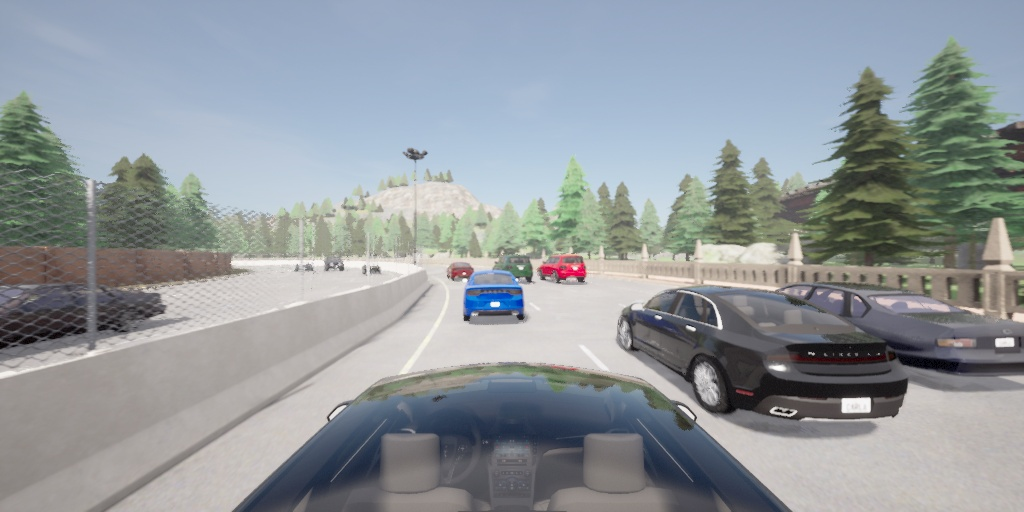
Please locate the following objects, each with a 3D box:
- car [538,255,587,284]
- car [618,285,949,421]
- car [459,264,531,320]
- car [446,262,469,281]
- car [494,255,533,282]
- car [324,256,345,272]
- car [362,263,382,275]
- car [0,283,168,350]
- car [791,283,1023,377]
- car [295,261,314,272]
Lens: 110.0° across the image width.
[{"bbox_3d":[3.722,0.949,27.300,2.150,2.045,5.566,0,0,-14],"label":"car"},{"bbox_3d":[3.318,1.240,5.991,1.837,1.490,4.892,0,0,-3],"label":"car"},{"bbox_3d":[-0.724,1.227,12.677,1.882,1.535,5.008,0,0,-6],"label":"car"},{"bbox_3d":[-4.480,1.237,30.633,1.882,1.535,5.008,0,0,-17],"label":"car"},{"bbox_3d":[-0.026,0.964,27.880,2.150,2.045,5.566,0,0,-14],"label":"car"},{"bbox_3d":[-24.443,1.055,49.287,2.150,2.045,5.566,0,0,-31],"label":"car"},{"bbox_3d":[-15.837,1.403,40.520,1.895,1.301,4.718,0,0,-25],"label":"car"},{"bbox_3d":[-10.921,1.340,8.134,2.033,1.411,5.357,0,0,-5],"label":"car"},{"bbox_3d":[6.796,1.268,7.567,2.033,1.411,5.357,0,0,-4],"label":"car"},{"bbox_3d":[-27.305,1.410,47.199,1.994,1.385,4.181,0,0,-31],"label":"car"}]
